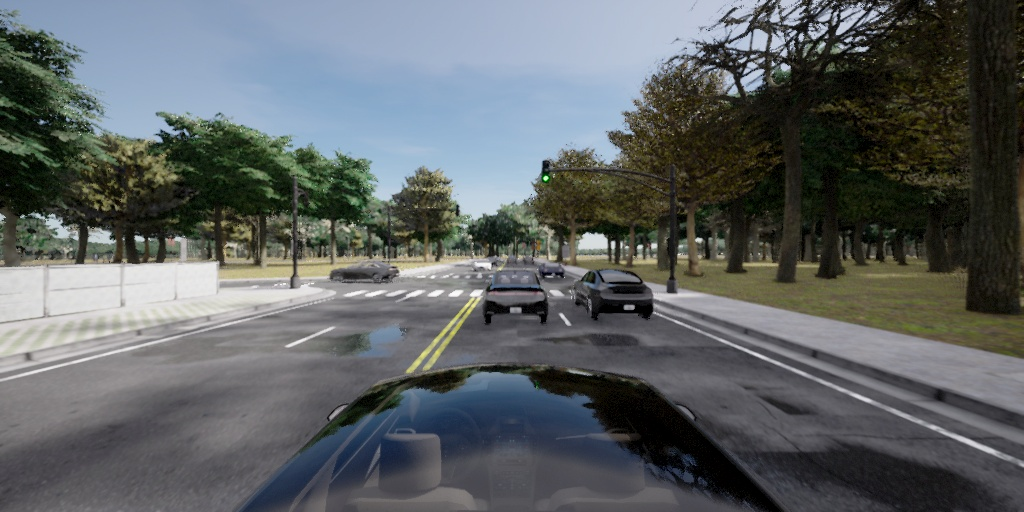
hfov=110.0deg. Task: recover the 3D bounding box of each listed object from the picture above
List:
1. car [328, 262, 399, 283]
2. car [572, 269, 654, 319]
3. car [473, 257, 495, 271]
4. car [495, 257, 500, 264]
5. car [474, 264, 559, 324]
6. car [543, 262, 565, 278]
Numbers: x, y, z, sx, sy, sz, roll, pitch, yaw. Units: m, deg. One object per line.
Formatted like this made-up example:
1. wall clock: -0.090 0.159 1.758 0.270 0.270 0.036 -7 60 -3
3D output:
1. car: -10.701 1.151 25.966 4.902 1.511 2.128 0 0 4
2. car: 3.348 1.199 12.598 1.837 1.490 4.892 0 0 0
3. car: -3.338 1.054 41.269 1.812 1.442 4.674 0 1 0
4. car: -3.297 0.927 57.802 1.837 1.490 4.892 0 0 1
5. car: 0.101 1.189 11.761 2.128 1.511 4.902 0 0 0
6. car: 3.356 1.190 31.390 1.895 1.301 4.718 0 0 0
